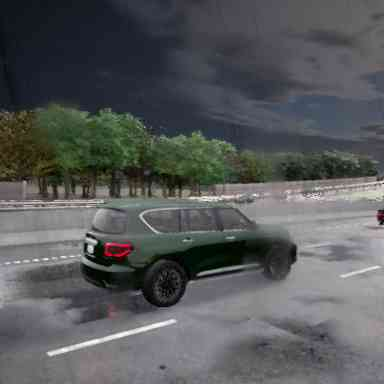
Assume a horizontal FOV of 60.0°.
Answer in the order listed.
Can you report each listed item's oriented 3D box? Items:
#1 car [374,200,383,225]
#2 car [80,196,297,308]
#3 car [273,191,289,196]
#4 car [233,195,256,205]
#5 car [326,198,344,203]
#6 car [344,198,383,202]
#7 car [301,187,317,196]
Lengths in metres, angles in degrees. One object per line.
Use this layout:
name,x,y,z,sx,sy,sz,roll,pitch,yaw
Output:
car,14.660,1.490,22.821,5.008,1.535,1.882,0,0,-36
car,0.166,1.223,8.163,5.566,2.045,2.150,0,0,-36
car,17.920,0.690,66.778,2.097,1.767,4.553,0,2,37
car,8.578,1.264,54.100,1.837,1.490,4.892,0,1,35
car,19.005,1.543,43.420,4.674,1.442,1.812,0,0,-36
car,21.072,1.523,40.597,4.892,1.490,1.837,0,0,-36
car,27.737,-0.064,78.898,2.150,2.045,5.566,0,3,40
